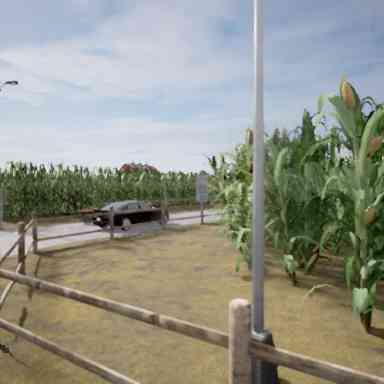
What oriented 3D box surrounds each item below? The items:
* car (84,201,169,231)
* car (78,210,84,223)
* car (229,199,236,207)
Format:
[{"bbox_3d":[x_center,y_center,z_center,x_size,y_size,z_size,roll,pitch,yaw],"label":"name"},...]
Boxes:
[{"bbox_3d":[-3.339,1.230,19.012,1.882,1.535,5.008,0,1,36],"label":"car"},{"bbox_3d":[-5.016,1.341,21.573,1.895,1.301,4.718,0,1,36],"label":"car"},{"bbox_3d":[5.582,1.019,36.375,2.128,1.511,4.902,0,1,36],"label":"car"}]
